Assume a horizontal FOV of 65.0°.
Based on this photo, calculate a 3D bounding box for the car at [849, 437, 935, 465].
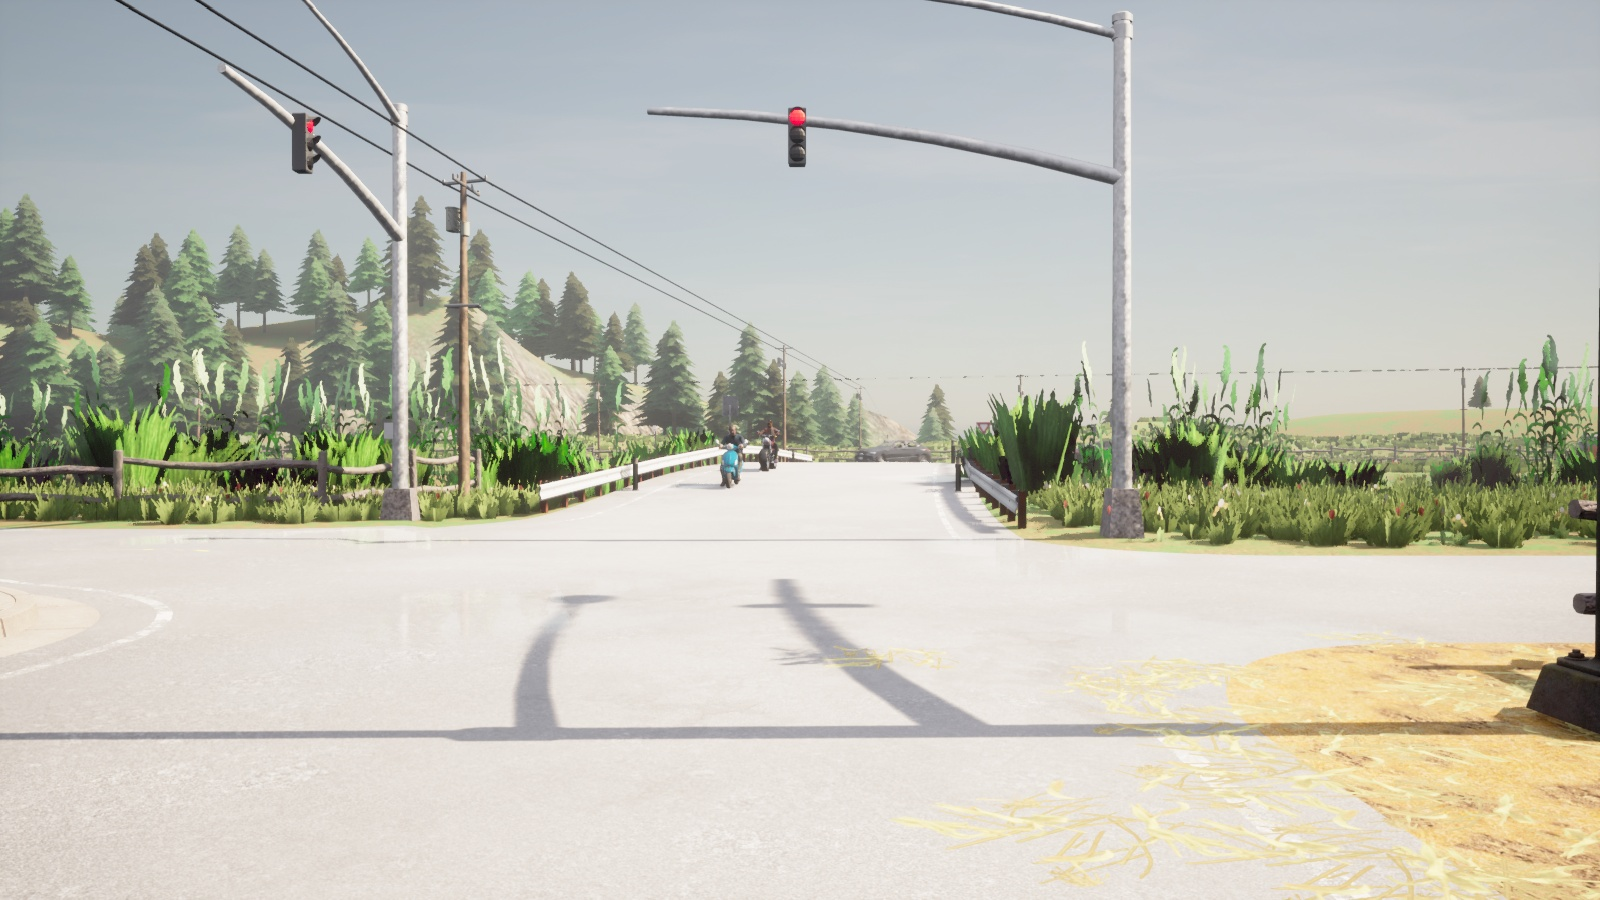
[{"bbox_3d":[5.721,0.073,77.761,5.027,1.651,2.152,0,0,-34],"label":"car"}]

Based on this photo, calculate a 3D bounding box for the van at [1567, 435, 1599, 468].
[{"bbox_3d":[49.374,0.108,76.277,4.442,1.987,1.775,0,0,6],"label":"van"}]

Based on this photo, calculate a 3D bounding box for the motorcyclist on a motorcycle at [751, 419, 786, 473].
[{"bbox_3d":[-0.981,-0.151,39.691,0.766,1.649,2.350,0,2,7],"label":"motorcyclist on a motorcycle"}]

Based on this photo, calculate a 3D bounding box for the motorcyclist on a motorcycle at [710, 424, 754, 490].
[{"bbox_3d":[-1.742,0.157,32.663,0.866,1.590,1.817,0,3,6],"label":"motorcyclist on a motorcycle"}]
